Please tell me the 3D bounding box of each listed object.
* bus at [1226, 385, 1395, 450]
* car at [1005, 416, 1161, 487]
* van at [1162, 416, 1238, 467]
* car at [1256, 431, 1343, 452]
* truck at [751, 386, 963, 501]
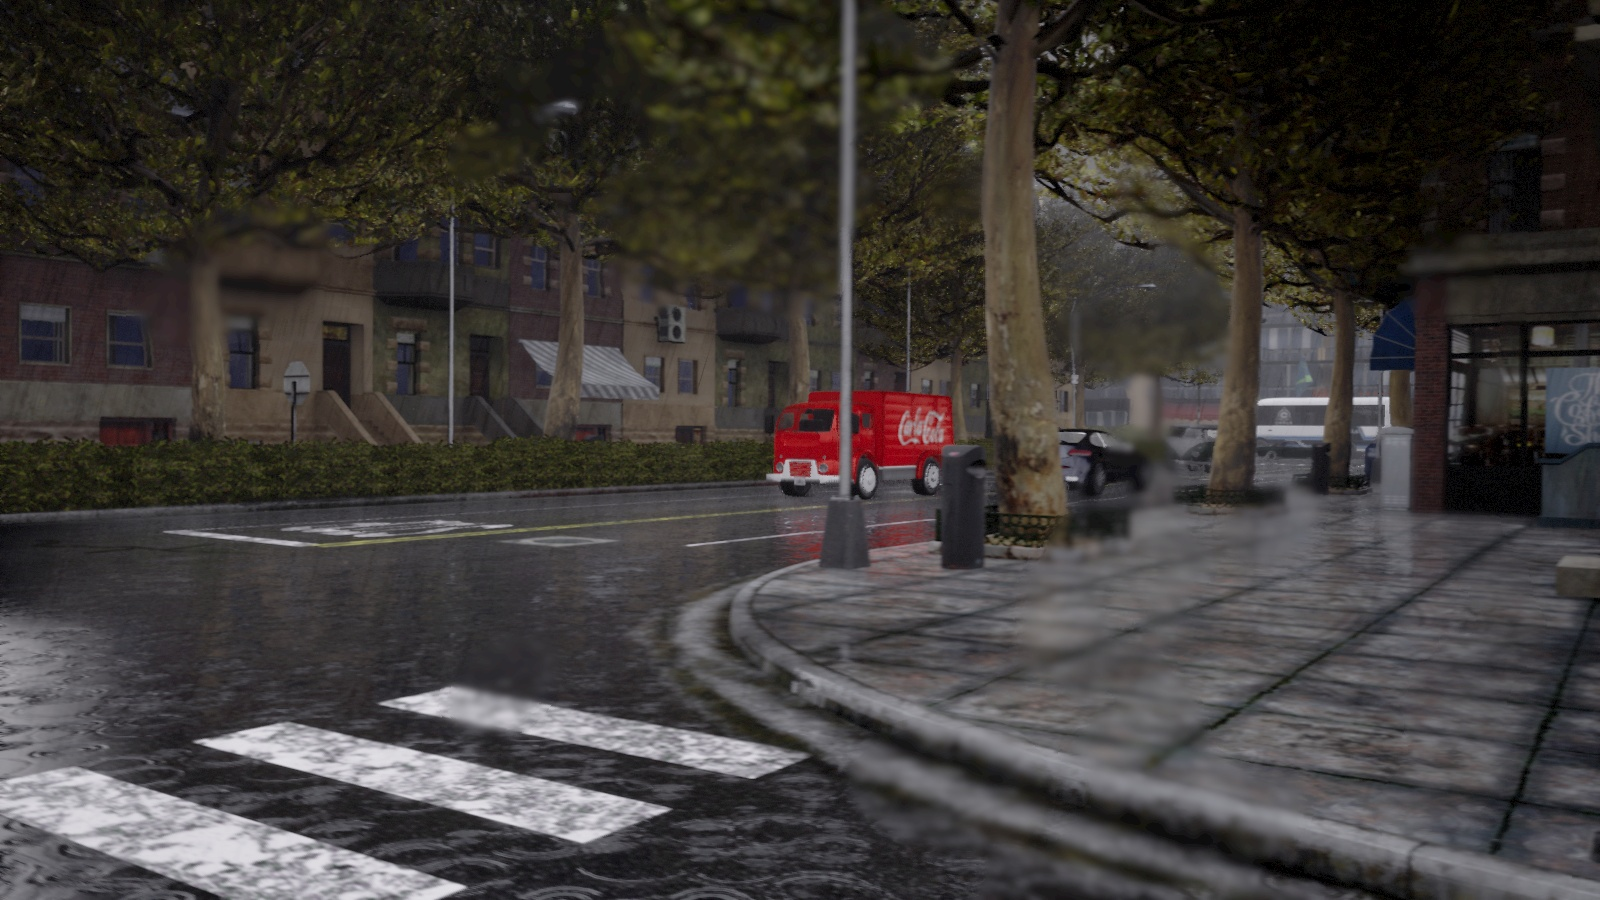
[{"bbox_3d":[35.423,-2.173,87.401,10.273,4.253,3.944,0,1,34],"label":"bus"},{"bbox_3d":[7.308,0.000,31.981,2.152,1.651,5.027,0,1,34],"label":"car"},{"bbox_3d":[16.425,-0.377,51.452,1.775,1.987,4.442,0,1,34],"label":"van"},{"bbox_3d":[30.937,-0.523,77.784,4.718,1.301,1.895,0,1,34],"label":"car"},{"bbox_3d":[1.469,-0.183,29.658,2.627,2.467,5.204,0,1,34],"label":"truck"}]
